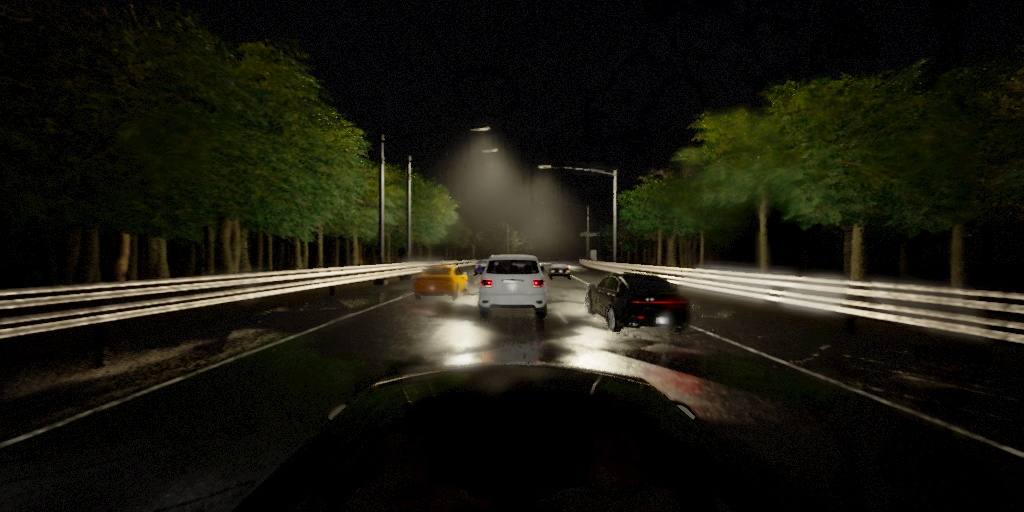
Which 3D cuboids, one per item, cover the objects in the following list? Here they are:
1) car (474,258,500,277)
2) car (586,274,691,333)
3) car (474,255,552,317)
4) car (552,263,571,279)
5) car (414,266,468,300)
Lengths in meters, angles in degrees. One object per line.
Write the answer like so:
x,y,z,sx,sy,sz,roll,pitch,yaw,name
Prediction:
-2.504,1.097,36.835,2.097,1.767,4.553,0,0,4,car
3.531,1.267,10.816,1.837,1.490,4.892,0,0,0,car
0.040,0.973,13.275,2.150,2.045,5.566,0,0,1,car
4.200,1.313,32.346,2.033,1.411,5.357,0,0,3,car
-3.373,1.219,17.834,1.882,1.535,5.008,0,0,1,car
